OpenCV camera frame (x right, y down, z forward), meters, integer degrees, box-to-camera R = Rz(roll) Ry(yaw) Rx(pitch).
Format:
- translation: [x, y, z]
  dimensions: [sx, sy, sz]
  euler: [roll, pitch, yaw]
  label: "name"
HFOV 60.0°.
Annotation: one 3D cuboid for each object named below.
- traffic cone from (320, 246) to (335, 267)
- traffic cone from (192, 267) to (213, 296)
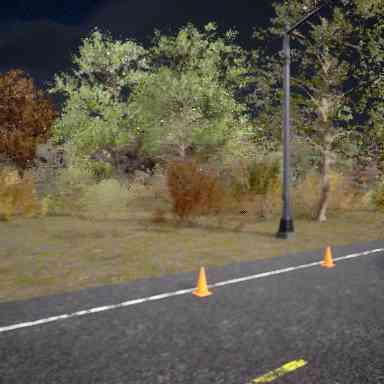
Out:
- translation: [4.251, 1.987, 10.372]
  dimensions: [0.340, 0.580, 0.340]
  euler: [0, 0, -36]
  label: "traffic cone"
- translation: [0.235, 1.973, 7.434]
  dimensions: [0.340, 0.580, 0.340]
  euler: [0, 0, -36]
  label: "traffic cone"
